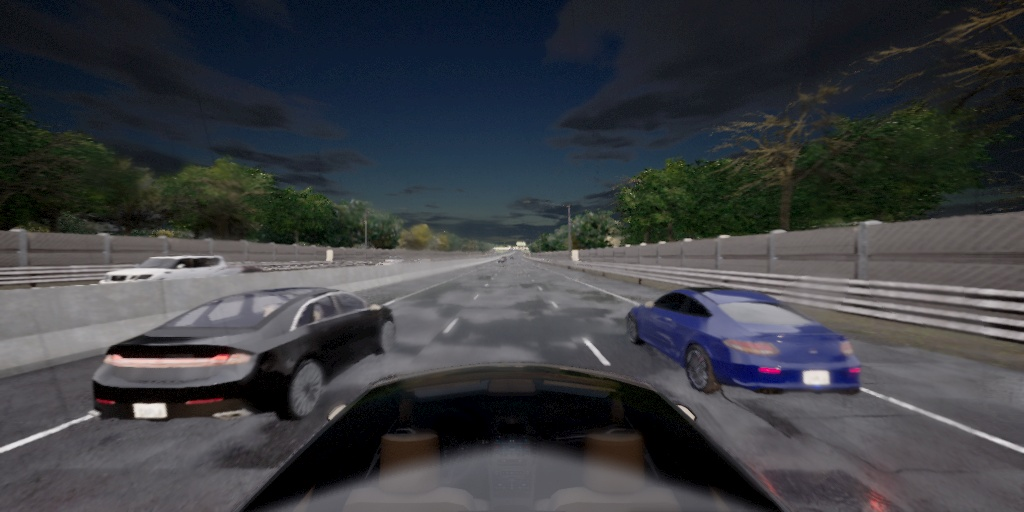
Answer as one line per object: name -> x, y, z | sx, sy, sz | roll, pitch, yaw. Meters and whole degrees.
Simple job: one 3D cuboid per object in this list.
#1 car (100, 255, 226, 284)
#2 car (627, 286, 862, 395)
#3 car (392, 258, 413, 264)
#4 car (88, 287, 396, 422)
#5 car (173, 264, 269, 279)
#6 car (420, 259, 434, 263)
car -> -17.583, 0.982, 18.695 | 2.150, 2.045, 5.566 | 0, 0, 0
car -> 3.602, 1.276, 6.543 | 1.812, 1.442, 4.674 | 0, 0, 0
car -> -17.495, 1.423, 58.923 | 1.895, 1.301, 4.718 | 0, 0, 1
car -> -3.398, 1.242, 5.795 | 2.128, 1.511, 4.902 | 0, 0, 0
car -> -14.082, 1.285, 18.318 | 1.812, 1.442, 4.674 | 0, 0, 0
car -> -14.001, 1.296, 58.930 | 1.882, 1.535, 5.008 | 0, 0, 1
